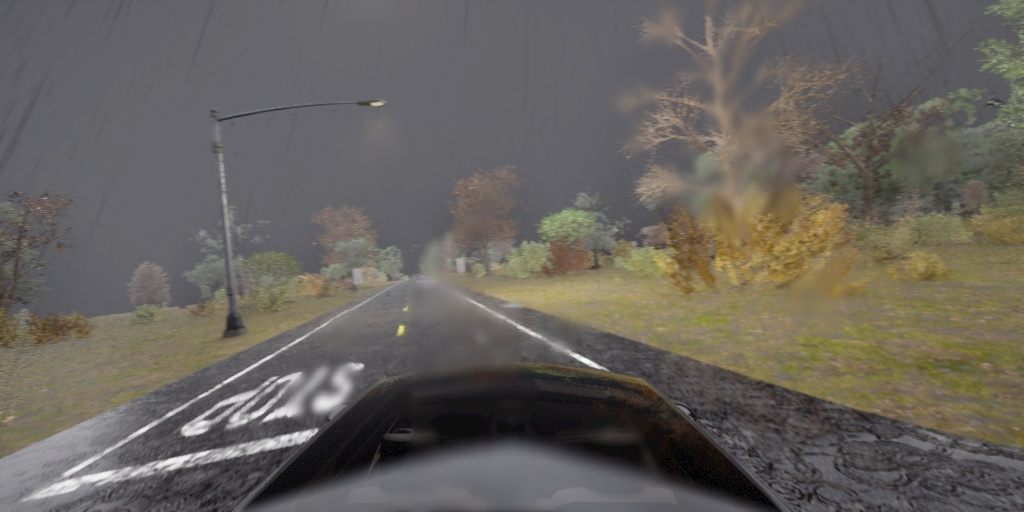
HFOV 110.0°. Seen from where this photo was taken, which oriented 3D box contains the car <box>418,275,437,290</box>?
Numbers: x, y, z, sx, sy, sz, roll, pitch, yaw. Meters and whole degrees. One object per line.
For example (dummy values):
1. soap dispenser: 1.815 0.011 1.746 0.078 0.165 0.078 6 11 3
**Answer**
1. car: -9.541 3.017 40.574 1.895 1.301 4.718 -6 -1 -15
